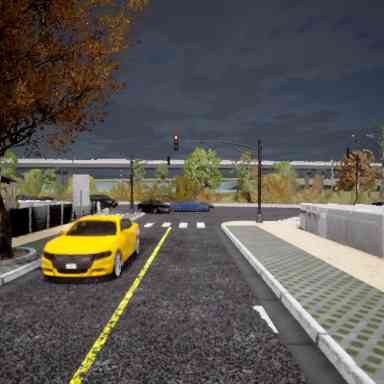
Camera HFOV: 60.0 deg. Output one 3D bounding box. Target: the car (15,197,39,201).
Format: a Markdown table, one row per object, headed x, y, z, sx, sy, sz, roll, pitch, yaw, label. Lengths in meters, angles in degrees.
| x | y | z | sx | sy | sz | roll | pitch | yaw | label |
| --- | --- | --- | --- | --- | --- | --- | --- | --- | --- |
| -27.360 | 1.920 | 54.096 | 4.181 | 1.385 | 1.994 | -1 | 2 | 36 | car |

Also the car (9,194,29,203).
| x | y | z | sx | sy | sz | roll | pitch | yaw | label |
| --- | --- | --- | --- | --- | --- | --- | --- | --- | --- |
| -38.939 | 1.438 | 74.636 | 4.553 | 1.767 | 2.097 | -1 | 2 | 36 | car |

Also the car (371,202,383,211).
| x | y | z | sx | sy | sz | roll | pitch | yaw | label |
| --- | --- | --- | --- | --- | --- | --- | --- | --- | --- |
| 19.855 | 1.259 | 32.047 | 4.718 | 1.301 | 1.895 | -1 | 2 | 36 | car |

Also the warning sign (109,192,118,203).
| x | y | z | sx | sy | sz | roll | pitch | yaw | label |
| --- | --- | --- | --- | --- | --- | --- | --- | --- | --- |
| -14.244 | 0.993 | 60.242 | 1.060 | 1.860 | 1.300 | 2 | 1 | 36 | warning sign |

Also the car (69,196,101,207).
| x | y | z | sx | sy | sz | roll | pitch | yaw | label |
| --- | --- | --- | --- | --- | --- | --- | --- | --- | --- |
| -15.178 | 1.727 | 45.208 | 5.008 | 1.535 | 1.882 | -1 | 2 | 36 | car |

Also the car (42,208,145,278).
| x | y | z | sx | sy | sz | roll | pitch | yaw | label |
| --- | --- | --- | --- | --- | --- | --- | --- | --- | --- |
| -2.842 | 1.473 | 10.323 | 1.882 | 1.535 | 5.008 | 0 | 0 | 0 | car |

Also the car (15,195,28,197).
| x | y | z | sx | sy | sz | roll | pitch | yaw | label |
| --- | --- | --- | --- | --- | --- | --- | --- | --- | --- |
| -32.663 | 1.575 | 66.064 | 4.553 | 1.767 | 2.097 | -1 | 2 | 36 | car |

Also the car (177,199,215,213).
| x | y | z | sx | sy | sz | roll | pitch | yaw | label |
| --- | --- | --- | --- | --- | --- | --- | --- | --- | --- |
| -0.023 | 1.572 | 38.215 | 5.357 | 1.411 | 2.033 | -1 | 2 | 36 | car |

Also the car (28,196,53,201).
| x | y | z | sx | sy | sz | roll | pitch | yaw | label |
| --- | --- | --- | --- | --- | --- | --- | --- | --- | --- |
| -25.455 | 1.772 | 56.732 | 4.674 | 1.442 | 1.812 | -1 | 2 | 36 | car |

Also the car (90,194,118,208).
| x | y | z | sx | sy | sz | roll | pitch | yaw | label |
| --- | --- | --- | --- | --- | --- | --- | --- | --- | --- |
| -13.077 | 1.361 | 47.690 | 5.566 | 2.045 | 2.150 | -1 | 2 | 36 | car |

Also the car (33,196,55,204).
| x | y | z | sx | sy | sz | roll | pitch | yaw | label |
| --- | --- | --- | --- | --- | --- | --- | --- | --- | --- |
| -30.519 | 1.598 | 68.527 | 4.892 | 1.490 | 1.837 | -1 | 2 | 36 | car |

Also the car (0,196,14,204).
| x | y | z | sx | sy | sz | roll | pitch | yaw | label |
| --- | --- | --- | --- | --- | --- | --- | --- | --- | --- |
| -40.868 | 1.718 | 72.029 | 4.902 | 1.511 | 2.128 | -1 | 2 | 36 | car |

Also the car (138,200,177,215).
| x | y | z | sx | sy | sz | roll | pitch | yaw | label |
| --- | --- | --- | --- | --- | --- | --- | --- | --- | --- |
| -4.086 | 1.640 | 35.986 | 1.882 | 1.535 | 5.008 | 0 | -1 | -37 | car |

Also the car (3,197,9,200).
| x | y | z | sx | sy | sz | roll | pitch | yaw | label |
| --- | --- | --- | --- | --- | --- | --- | --- | --- | --- |
| -38.061 | 1.479 | 65.962 | 4.892 | 1.490 | 1.837 | -1 | 2 | 36 | car |
